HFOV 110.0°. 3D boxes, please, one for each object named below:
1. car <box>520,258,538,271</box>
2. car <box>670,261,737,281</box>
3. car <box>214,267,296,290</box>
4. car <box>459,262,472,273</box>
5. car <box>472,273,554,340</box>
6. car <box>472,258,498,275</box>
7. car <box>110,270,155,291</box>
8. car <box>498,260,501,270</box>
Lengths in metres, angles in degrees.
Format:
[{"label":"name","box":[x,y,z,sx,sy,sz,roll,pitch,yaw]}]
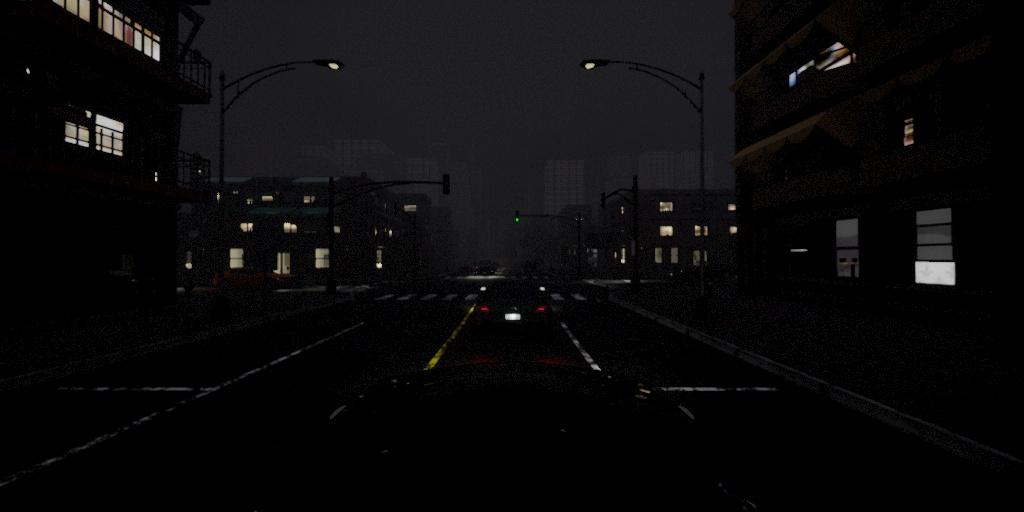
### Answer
[{"label":"car","box":[2.727,1.262,51.904,2.192,1.841,5.009,0,0,0]},{"label":"car","box":[14.957,1.150,28.116,4.902,1.511,2.128,-1,0,0]},{"label":"car","box":[-17.779,1.499,24.919,5.008,1.535,1.882,-1,0,0]},{"label":"car","box":[-5.745,1.467,46.389,1.888,1.381,4.507,0,0,0]},{"label":"car","box":[0.023,1.344,10.078,1.994,1.385,4.181,0,0,0]},{"label":"car","box":[-3.007,1.249,40.578,2.097,1.767,4.553,0,0,-2]},{"label":"car","box":[-27.692,1.665,24.921,4.674,1.442,1.812,-1,0,0]},{"label":"car","box":[-3.060,1.487,50.129,2.033,1.411,5.357,0,0,0]}]
